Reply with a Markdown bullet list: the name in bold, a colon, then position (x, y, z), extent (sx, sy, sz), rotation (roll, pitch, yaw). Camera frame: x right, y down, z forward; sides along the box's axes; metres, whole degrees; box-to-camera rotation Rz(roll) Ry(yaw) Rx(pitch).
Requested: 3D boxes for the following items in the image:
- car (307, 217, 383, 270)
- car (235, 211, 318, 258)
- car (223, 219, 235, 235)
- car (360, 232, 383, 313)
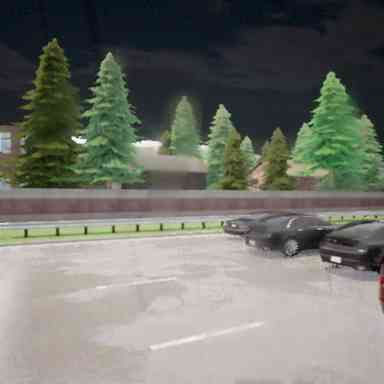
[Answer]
- **car**: position (6.066, 1.591, 10.162), extent (4.892, 1.490, 1.837), rotation (0, 0, -27)
- **car**: position (4.349, 1.607, 13.214), extent (4.892, 1.490, 1.837), rotation (0, 0, -27)
- **car**: position (4.210, 1.674, 17.082), extent (5.357, 1.411, 2.033), rotation (0, 0, -27)
- **car**: position (5.551, 1.534, 5.956), extent (5.008, 1.535, 1.882), rotation (0, 0, -27)
